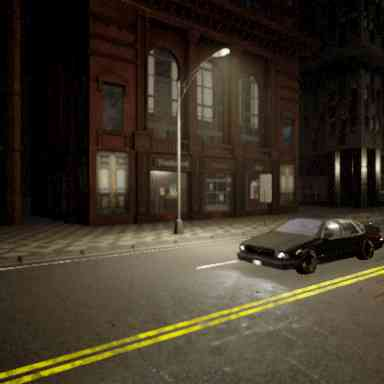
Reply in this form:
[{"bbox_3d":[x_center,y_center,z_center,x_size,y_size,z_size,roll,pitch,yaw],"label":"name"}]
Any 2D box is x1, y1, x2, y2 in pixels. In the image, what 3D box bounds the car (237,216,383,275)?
[{"bbox_3d":[3.913,1.469,10.391,5.357,1.411,2.033,-1,0,-35],"label":"car"}]
